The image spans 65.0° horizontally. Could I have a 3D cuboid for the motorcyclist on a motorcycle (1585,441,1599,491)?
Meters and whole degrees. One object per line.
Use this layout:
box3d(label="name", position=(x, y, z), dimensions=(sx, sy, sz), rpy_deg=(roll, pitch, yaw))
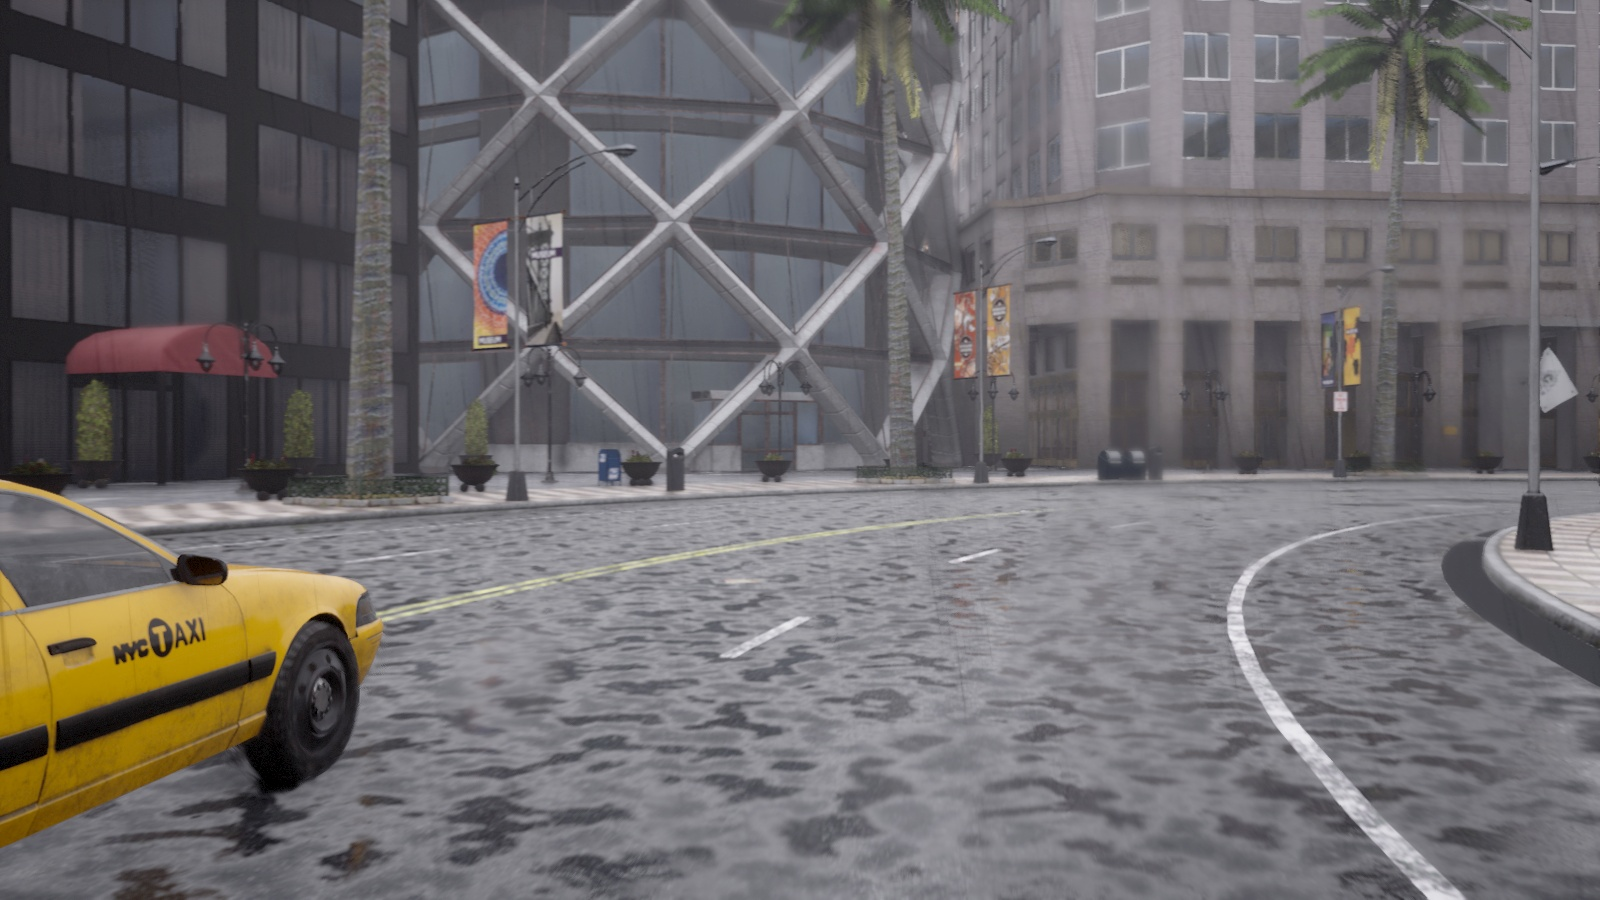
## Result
box3d(label="motorcyclist on a motorcycle", position=(26.619, 0.520, 40.744), dimensions=(1.817, 1.590, 0.866), rpy_deg=(0, 1, -8))

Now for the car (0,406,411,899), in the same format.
box3d(label="car", position=(-3.172, 0.658, 3.885), dimensions=(1.801, 1.575, 5.366), rpy_deg=(0, 0, 6))
